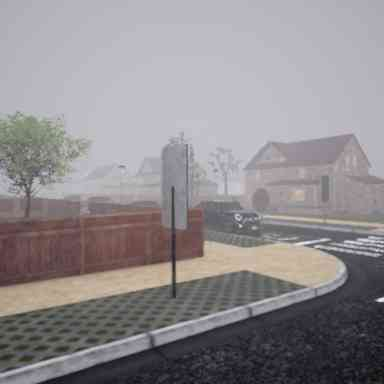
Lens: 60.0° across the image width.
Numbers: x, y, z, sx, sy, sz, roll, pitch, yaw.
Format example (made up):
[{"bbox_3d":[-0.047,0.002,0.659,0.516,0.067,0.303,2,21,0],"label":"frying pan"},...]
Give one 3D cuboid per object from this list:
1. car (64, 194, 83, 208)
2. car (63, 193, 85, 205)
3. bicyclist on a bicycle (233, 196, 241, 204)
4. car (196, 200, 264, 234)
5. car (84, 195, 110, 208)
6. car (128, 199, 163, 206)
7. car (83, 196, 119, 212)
[{"bbox_3d":[-15.293,1.289,43.082,1.837,1.490,4.892,0,0,-35],"label":"car"},{"bbox_3d":[-18.851,1.083,52.844,2.097,1.767,4.553,0,0,-36],"label":"car"},{"bbox_3d":[3.510,1.145,26.828,1.656,1.620,0.582,-1,1,-36],"label":"bicyclist on a bicycle"},{"bbox_3d":[1.925,1.262,18.986,2.097,1.767,4.553,0,1,-36],"label":"car"},{"bbox_3d":[-12.737,1.243,44.396,1.882,1.535,5.008,0,0,-35],"label":"car"},{"bbox_3d":[-3.504,1.344,26.562,1.882,1.535,5.008,0,1,-36],"label":"car"},{"bbox_3d":[-9.272,1.176,34.615,2.097,1.767,4.553,0,1,-36],"label":"car"}]
